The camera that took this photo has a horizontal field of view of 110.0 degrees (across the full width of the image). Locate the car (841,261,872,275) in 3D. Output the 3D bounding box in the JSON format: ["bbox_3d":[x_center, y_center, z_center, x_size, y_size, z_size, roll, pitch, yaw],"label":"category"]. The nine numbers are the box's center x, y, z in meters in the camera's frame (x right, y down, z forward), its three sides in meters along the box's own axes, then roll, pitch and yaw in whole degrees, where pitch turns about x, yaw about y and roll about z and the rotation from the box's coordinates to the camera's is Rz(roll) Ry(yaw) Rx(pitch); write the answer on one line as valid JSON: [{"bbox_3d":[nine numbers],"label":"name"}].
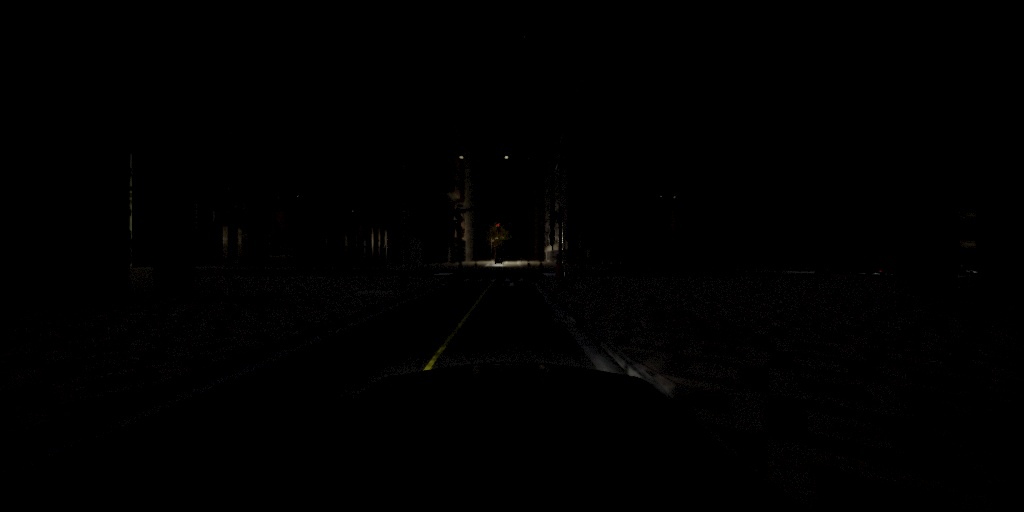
[{"bbox_3d":[38.706,1.274,38.151,4.902,1.511,2.128,0,0,1],"label":"car"}]

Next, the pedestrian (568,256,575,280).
[{"bbox_3d":[4.627,0.882,27.708,0.375,1.860,0.375,0,0,0],"label":"pedestrian"}]

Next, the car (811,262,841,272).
[{"bbox_3d":[40.246,1.368,44.709,4.718,1.301,1.895,0,0,1],"label":"car"}]

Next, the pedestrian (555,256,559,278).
[{"bbox_3d":[3.627,0.877,28.908,0.375,1.860,0.375,0,0,0],"label":"pedestrian"}]

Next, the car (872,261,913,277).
[{"bbox_3d":[38.684,1.296,34.901,4.892,1.490,1.837,0,0,1],"label":"car"}]

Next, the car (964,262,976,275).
[{"bbox_3d":[51.307,1.304,38.136,4.892,1.490,1.837,0,0,0],"label":"car"}]

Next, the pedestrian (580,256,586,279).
[{"bbox_3d":[5.627,0.892,28.308,0.375,1.860,0.375,0,0,0],"label":"pedestrian"}]
